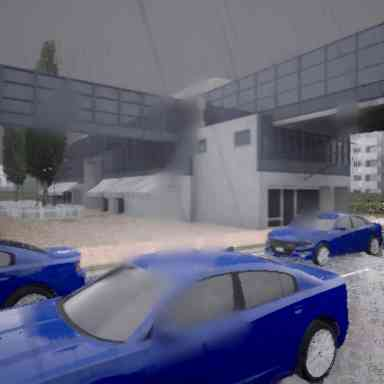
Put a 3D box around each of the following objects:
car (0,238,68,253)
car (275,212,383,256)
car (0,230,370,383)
[{"bbox_3d":[-4.271,1.479,5.244,5.008,1.535,1.882,0,0,-36],"label":"car"},{"bbox_3d":[4.723,1.477,11.651,5.008,1.535,1.882,0,0,-35],"label":"car"},{"bbox_3d":[-0.183,1.478,3.860,5.008,1.535,1.882,0,0,-36],"label":"car"}]
